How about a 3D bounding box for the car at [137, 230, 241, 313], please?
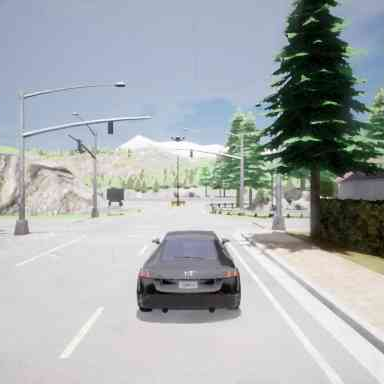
[{"bbox_3d":[-0.033,1.574,7.816,1.994,1.385,4.181,0,0,1],"label":"car"}]
